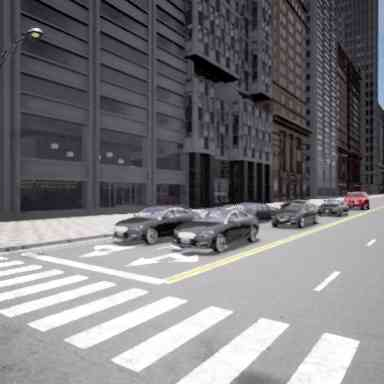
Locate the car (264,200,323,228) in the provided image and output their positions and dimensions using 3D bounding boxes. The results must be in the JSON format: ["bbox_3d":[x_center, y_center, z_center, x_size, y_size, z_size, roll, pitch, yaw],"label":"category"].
[{"bbox_3d":[6.652,1.400,21.358,1.837,1.490,4.892,0,0,36],"label":"car"}]

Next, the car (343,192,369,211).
[{"bbox_3d":[18.847,0.999,38.218,2.150,2.045,5.566,0,0,36],"label":"car"}]

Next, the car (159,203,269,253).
[{"bbox_3d":[1.131,1.436,13.703,2.128,1.511,4.902,0,0,34],"label":"car"}]

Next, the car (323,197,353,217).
[{"bbox_3d":[12.454,1.405,29.406,1.994,1.385,4.181,0,0,36],"label":"car"}]

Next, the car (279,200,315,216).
[{"bbox_3d":[10.100,1.441,31.708,1.895,1.301,4.718,0,0,36],"label":"car"}]

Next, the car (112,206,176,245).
[{"bbox_3d":[-1.484,1.438,15.599,2.128,1.511,4.902,0,0,37],"label":"car"}]

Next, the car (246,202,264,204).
[{"bbox_3d":[4.251,1.442,23.587,2.033,1.411,5.357,0,0,36],"label":"car"}]
